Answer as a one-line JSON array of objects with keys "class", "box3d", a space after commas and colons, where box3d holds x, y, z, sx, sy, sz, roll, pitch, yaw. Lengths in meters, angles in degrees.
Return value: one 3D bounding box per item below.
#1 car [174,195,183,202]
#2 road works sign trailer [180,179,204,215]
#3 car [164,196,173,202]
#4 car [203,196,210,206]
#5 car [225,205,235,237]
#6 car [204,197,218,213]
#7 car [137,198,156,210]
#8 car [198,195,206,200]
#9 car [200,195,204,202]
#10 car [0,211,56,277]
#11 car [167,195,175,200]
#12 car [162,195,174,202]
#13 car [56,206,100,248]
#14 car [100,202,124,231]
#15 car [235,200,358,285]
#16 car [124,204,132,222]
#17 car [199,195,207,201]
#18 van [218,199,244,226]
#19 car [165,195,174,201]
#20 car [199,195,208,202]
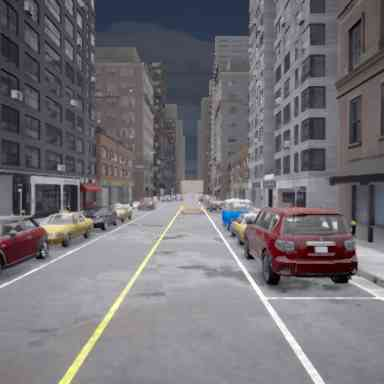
[{"class": "car", "box3d": [-3.000, 1.487, 76.733, 2.128, 1.511, 4.902, 0, 0, 0]}, {"class": "road works sign trailer", "box3d": [0.013, 0.450, 34.123, 2.380, 3.560, 2.880, 0, 0, 0]}, {"class": "car", "box3d": [-5.773, 1.575, 81.026, 1.947, 1.339, 4.313, -1, 0, 0]}, {"class": "car", "box3d": [2.753, 1.532, 42.490, 1.887, 1.381, 4.507, -1, 0, 0]}, {"class": "car", "box3d": [2.753, 1.515, 15.135, 1.752, 1.417, 4.829, -1, 0, 0]}, {"class": "car", "box3d": [2.753, 1.536, 36.985, 2.008, 1.369, 4.403, -1, 0, 0]}, {"class": "car", "box3d": [-5.773, 1.427, 42.490, 1.967, 1.590, 4.097, -1, 0, 0]}, {"class": "car", "box3d": [2.752, 1.564, 92.037, 1.887, 1.381, 4.507, -1, 0, 0]}, {"class": "car", "box3d": [2.751, 1.431, 53.501, 1.967, 1.590, 4.097, -1, 0, 0]}, {"class": "car", "box3d": [-5.773, 1.433, 9.460, 1.967, 1.590, 4.097, -1, 0, 0]}, {"class": "car", "box3d": [-5.773, 1.564, 92.037, 1.887, 1.381, 4.507, -1, 0, 0]}, {"class": "car", "box3d": [-5.774, 1.445, 75.521, 1.967, 1.590, 4.097, -1, 0, 0]}, {"class": "car", "box3d": [-5.772, 1.515, 14.794, 1.752, 1.417, 4.829, -1, 0, 0]}, {"class": "car", "box3d": [-5.772, 1.553, 20.469, 1.947, 1.339, 4.313, -1, 0, 0]}, {"class": "car", "box3d": [2.750, 1.308, 9.460, 2.192, 1.841, 5.009, -1, 0, 0]}, {"class": "car", "box3d": [-5.772, 1.511, 25.805, 1.752, 1.417, 4.829, -1, 0, 0]}, {"class": "car", "box3d": [2.752, 1.559, 86.531, 1.887, 1.381, 4.507, -1, 0, 0]}, {"class": "van", "box3d": [2.751, 1.328, 20.469, 1.690, 1.788, 3.998, -1, 0, 0]}, {"class": "car", "box3d": [-5.773, 1.565, 86.531, 2.008, 1.369, 4.403, -1, 0, 0]}, {"class": "car", "box3d": [2.752, 1.554, 81.026, 1.887, 1.381, 4.507, -1, 0, 0]}]
